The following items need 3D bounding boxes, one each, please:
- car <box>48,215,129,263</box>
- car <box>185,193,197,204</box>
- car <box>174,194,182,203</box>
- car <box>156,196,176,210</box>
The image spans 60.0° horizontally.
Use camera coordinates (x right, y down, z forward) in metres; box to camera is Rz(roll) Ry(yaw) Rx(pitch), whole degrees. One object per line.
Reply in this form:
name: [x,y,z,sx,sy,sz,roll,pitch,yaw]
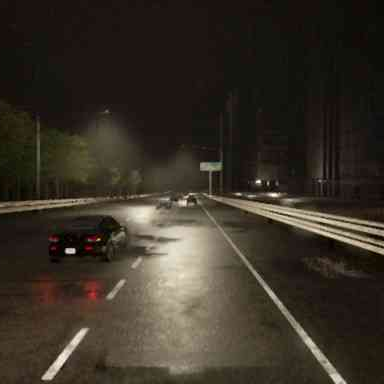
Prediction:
car: [-3.503,1.530,11.886,1.812,1.442,4.674,0,0,0]
car: [-0.068,1.520,62.315,1.837,1.490,4.892,0,0,0]
car: [-3.710,1.511,69.923,1.837,1.490,4.892,0,0,0]
car: [-3.578,1.618,43.907,1.895,1.301,4.718,0,0,0]
